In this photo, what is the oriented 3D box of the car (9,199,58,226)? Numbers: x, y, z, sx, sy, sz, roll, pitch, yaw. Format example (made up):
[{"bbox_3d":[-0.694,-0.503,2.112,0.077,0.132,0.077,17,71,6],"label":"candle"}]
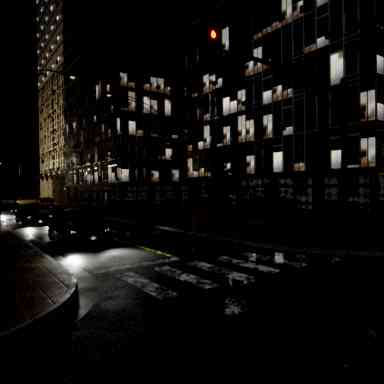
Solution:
[{"bbox_3d":[-11.190,1.491,23.363,2.033,1.411,5.357,-1,1,-35],"label":"car"}]

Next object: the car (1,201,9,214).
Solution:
[{"bbox_3d":[-18.696,1.526,34.025,1.895,1.301,4.718,-1,1,-35],"label":"car"}]

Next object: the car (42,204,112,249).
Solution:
[{"bbox_3d":[-5.080,1.484,14.693,1.812,1.442,4.674,-1,1,-34],"label":"car"}]

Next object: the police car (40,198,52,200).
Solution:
[{"bbox_3d":[-15.500,1.377,34.839,2.038,1.542,4.974,-1,1,-35],"label":"police car"}]
